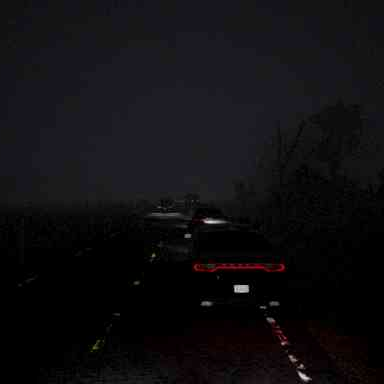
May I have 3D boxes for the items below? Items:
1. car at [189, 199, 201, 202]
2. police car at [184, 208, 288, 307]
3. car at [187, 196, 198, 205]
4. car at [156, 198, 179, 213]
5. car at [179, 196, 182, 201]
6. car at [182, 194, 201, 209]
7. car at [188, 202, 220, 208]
[{"bbox_3d":[0.858,1.511,24.076,1.837,1.490,4.892,0,0,0],"label":"car"},{"bbox_3d":[0.837,1.426,8.186,1.930,1.638,5.238,0,0,0],"label":"police car"},{"bbox_3d":[0.081,1.534,60.583,1.882,1.535,5.008,0,0,0],"label":"car"},{"bbox_3d":[-2.799,1.521,37.039,1.837,1.490,4.892,0,0,0],"label":"car"},{"bbox_3d":[-2.631,1.691,88.707,1.994,1.385,4.181,0,0,0],"label":"car"},{"bbox_3d":[0.099,1.250,45.969,2.150,2.045,5.566,0,0,1],"label":"car"},{"bbox_3d":[0.850,1.508,18.076,1.837,1.490,4.892,0,0,0],"label":"car"}]
